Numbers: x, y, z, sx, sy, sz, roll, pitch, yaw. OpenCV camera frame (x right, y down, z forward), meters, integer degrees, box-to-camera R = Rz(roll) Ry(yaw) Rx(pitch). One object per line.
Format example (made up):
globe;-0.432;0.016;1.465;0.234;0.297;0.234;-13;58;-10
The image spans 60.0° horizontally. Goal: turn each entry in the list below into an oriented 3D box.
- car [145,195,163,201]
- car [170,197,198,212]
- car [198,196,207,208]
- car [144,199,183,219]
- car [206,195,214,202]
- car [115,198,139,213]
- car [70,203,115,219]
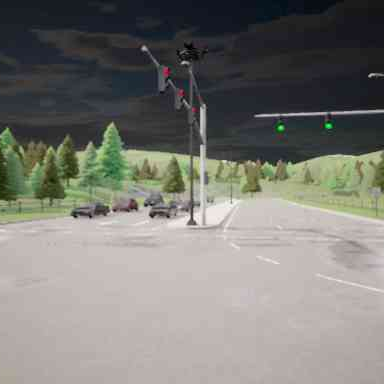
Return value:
car;-6.130;1.500;53.944;2.150;2.045;5.566;0;0;9
car;-1.049;1.698;41.477;2.128;1.511;4.902;0;0;10
car;0.829;1.783;53.068;1.812;1.442;4.674;0;0;9
car;-2.600;1.711;31.884;2.033;1.411;5.357;0;0;9
car;3.421;1.397;68.018;2.097;1.767;4.553;0;0;10
car;-8.194;1.575;41.170;2.097;1.767;4.553;0;0;9
car;-9.654;1.730;32.102;2.033;1.411;5.357;0;0;9
